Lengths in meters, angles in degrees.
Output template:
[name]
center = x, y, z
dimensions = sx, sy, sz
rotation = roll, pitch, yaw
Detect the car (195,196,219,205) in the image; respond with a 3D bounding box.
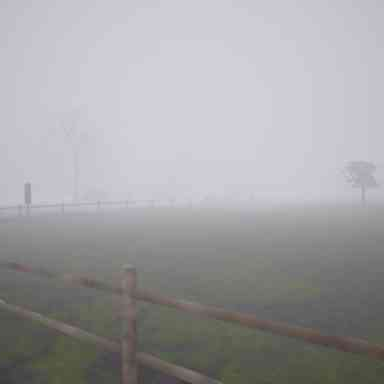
[car]
center = 2.667, 1.428, 56.819
dimensions = 2.033, 1.411, 5.357
rotation = -2, -1, 35
